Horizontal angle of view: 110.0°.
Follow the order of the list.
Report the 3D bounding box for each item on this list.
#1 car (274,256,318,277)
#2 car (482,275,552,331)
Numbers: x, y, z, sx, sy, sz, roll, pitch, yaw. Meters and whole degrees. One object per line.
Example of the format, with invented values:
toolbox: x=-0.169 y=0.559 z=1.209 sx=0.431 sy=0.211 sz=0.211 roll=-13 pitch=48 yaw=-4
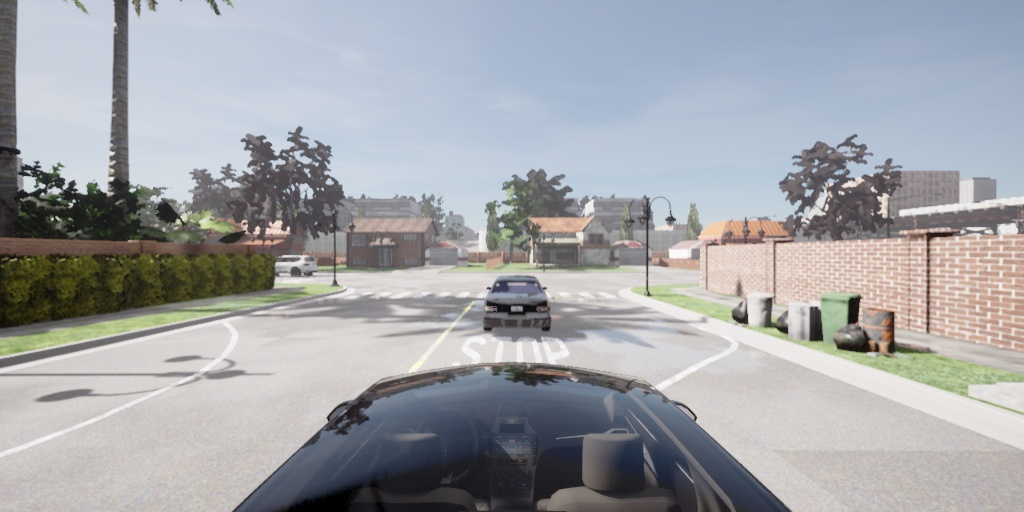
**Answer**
car: x=-21.953 y=0.986 z=34.943 sx=5.566 sy=2.045 sz=2.150 roll=0 pitch=0 yaw=2
car: x=0.144 y=1.293 z=10.988 sx=2.033 sy=1.411 sz=5.357 roll=0 pitch=0 yaw=1
